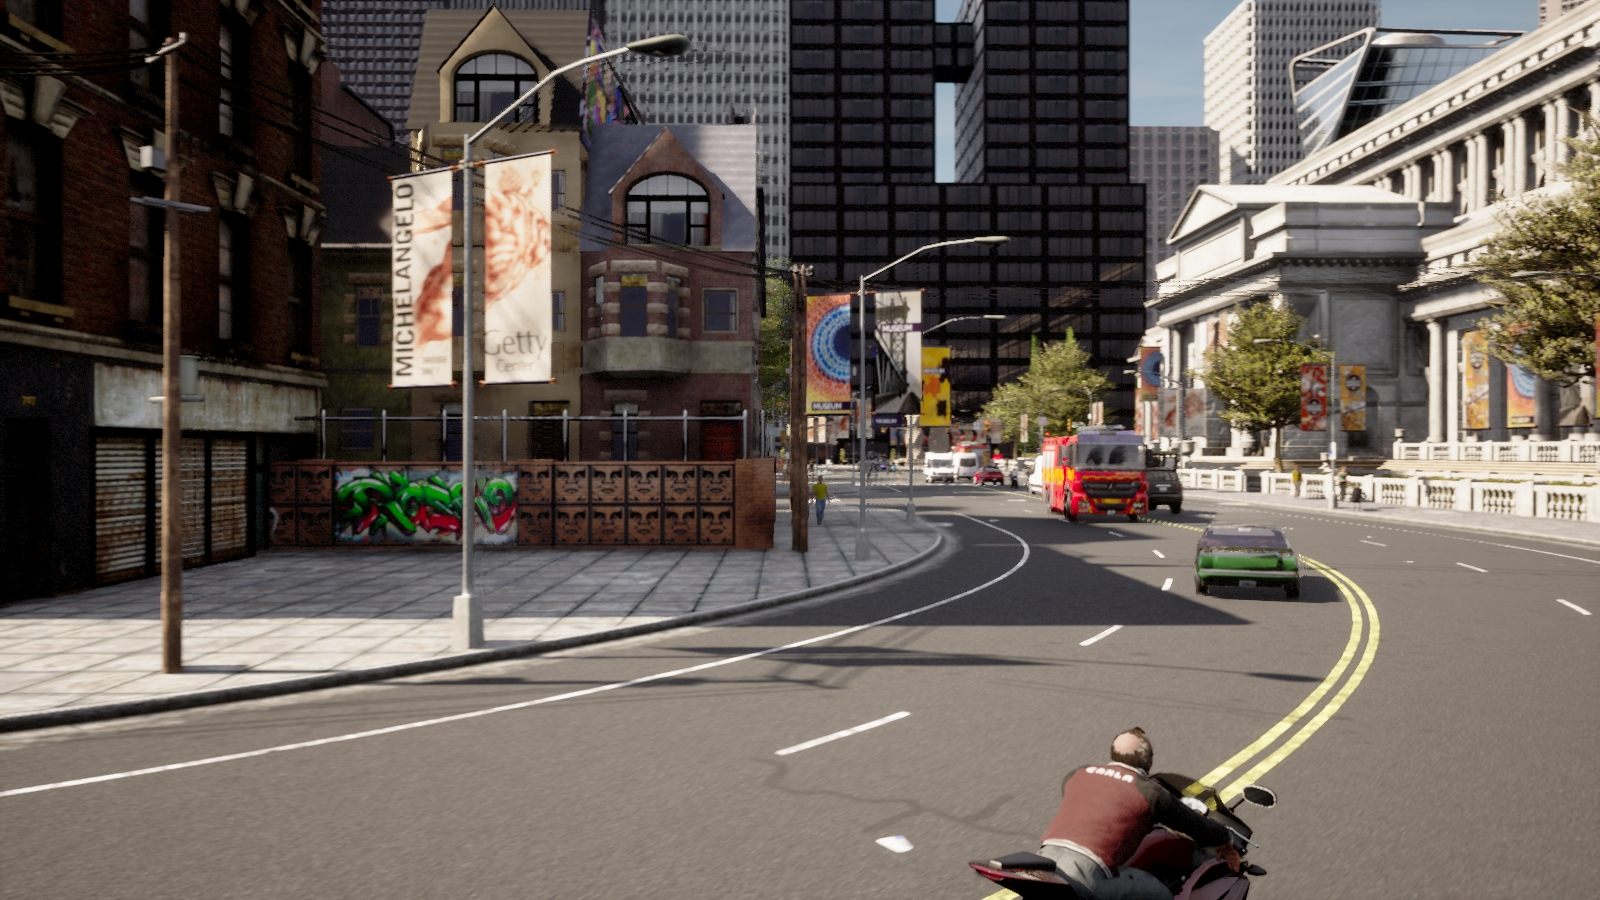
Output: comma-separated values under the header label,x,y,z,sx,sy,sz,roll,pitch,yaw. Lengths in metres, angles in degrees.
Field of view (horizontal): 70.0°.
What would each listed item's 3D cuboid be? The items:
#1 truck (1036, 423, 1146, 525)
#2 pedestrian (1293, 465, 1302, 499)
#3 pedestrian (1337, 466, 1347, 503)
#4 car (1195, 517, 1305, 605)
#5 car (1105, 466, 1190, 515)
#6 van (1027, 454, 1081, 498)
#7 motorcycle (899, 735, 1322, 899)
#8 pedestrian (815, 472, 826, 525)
label,x,y,z,sx,sy,sz,roll,pitch,yaw
truck,11.846,0.913,47.374,2.891,3.827,8.468,0,0,4
pedestrian,26.789,1.721,61.570,0.375,1.860,0.375,0,0,11
pedestrian,27.349,1.720,57.632,0.375,1.860,0.375,0,0,6
car,9.107,2.165,23.301,1.895,1.301,4.718,0,0,20
car,15.802,1.804,52.291,2.150,2.045,5.566,0,0,0
van,15.656,1.569,70.838,1.988,2.561,5.915,0,0,0
motorcycle,1.521,2.208,5.287,2.209,1.251,0.867,0,-1,-44
pedestrian,0.715,1.719,40.316,0.375,1.860,0.375,0,0,-1
